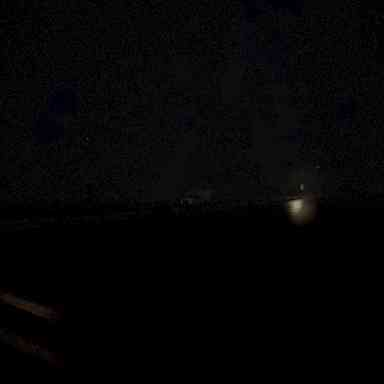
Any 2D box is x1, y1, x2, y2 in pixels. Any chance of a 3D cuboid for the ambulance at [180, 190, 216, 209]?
[{"bbox_3d":[0.916,0.965,47.301,2.351,2.431,6.366,1,2,35],"label":"ambulance"}]
